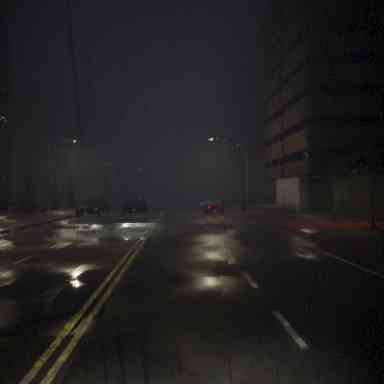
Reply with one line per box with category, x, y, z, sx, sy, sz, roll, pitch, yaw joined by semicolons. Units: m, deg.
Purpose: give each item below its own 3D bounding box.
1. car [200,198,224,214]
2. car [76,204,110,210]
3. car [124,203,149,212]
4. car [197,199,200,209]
car;2.171;1.547;34.760;1.895;1.301;4.718;0;0;-2
car;-8.099;1.231;27.652;2.033;1.411;5.357;0;0;-2
car;-4.602;1.215;27.796;1.994;1.385;4.181;0;0;-2
car;1.709;1.487;44.690;2.033;1.411;5.357;0;0;-2
